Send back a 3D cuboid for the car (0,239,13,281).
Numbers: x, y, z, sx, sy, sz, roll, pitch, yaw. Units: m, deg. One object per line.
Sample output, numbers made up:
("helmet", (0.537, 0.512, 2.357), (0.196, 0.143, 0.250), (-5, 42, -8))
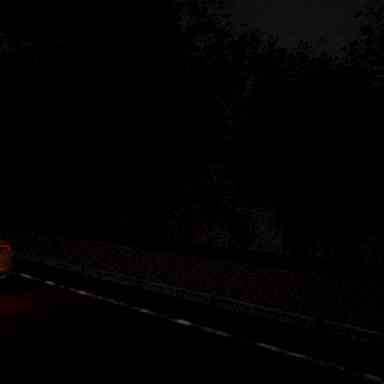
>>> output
("car", (-6.382, 1.393, 8.203), (5.008, 1.535, 1.882), (1, 1, 36))
